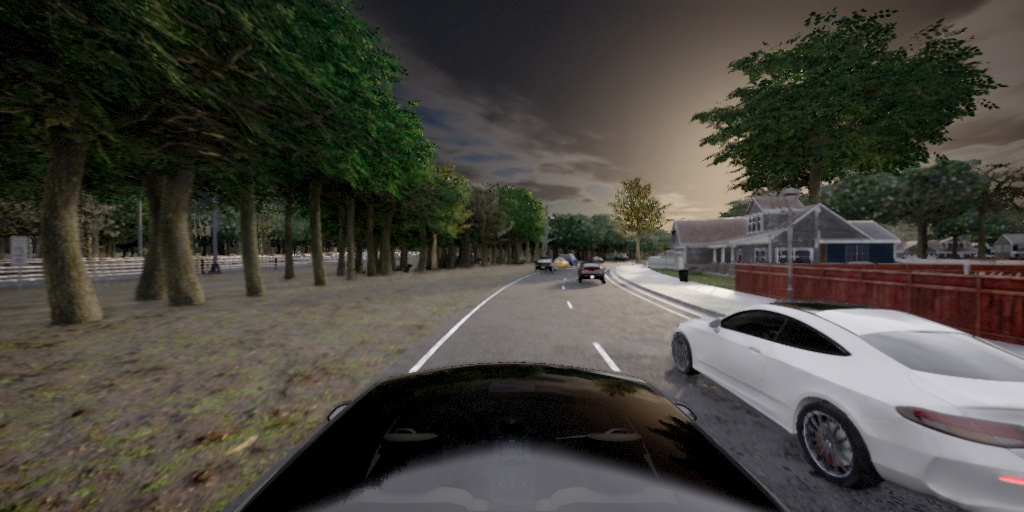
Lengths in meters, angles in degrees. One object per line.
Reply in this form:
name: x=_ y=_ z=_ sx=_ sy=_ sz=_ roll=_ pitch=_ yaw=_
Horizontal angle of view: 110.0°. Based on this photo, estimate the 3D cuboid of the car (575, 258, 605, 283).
car: x=5.864 y=1.148 z=26.791 sx=1.837 sy=1.490 sz=4.892 roll=0 pitch=0 yaw=10

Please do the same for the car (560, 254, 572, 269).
car: x=6.666 y=0.918 z=49.660 sx=1.801 sy=1.575 sz=5.366 roll=0 pitch=0 yaw=18

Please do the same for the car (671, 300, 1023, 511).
car: x=3.695 y=1.273 z=4.431 sx=1.812 sy=1.442 sz=4.674 roll=0 pitch=0 yaw=1

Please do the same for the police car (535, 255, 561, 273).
police car: x=3.850 y=0.959 z=40.030 sx=1.930 sy=1.638 sz=5.238 roll=0 pitch=0 yaw=14

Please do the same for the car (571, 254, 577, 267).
car: x=8.581 y=0.647 z=55.146 sx=2.150 sy=2.045 sz=5.566 roll=0 pitch=0 yaw=20
